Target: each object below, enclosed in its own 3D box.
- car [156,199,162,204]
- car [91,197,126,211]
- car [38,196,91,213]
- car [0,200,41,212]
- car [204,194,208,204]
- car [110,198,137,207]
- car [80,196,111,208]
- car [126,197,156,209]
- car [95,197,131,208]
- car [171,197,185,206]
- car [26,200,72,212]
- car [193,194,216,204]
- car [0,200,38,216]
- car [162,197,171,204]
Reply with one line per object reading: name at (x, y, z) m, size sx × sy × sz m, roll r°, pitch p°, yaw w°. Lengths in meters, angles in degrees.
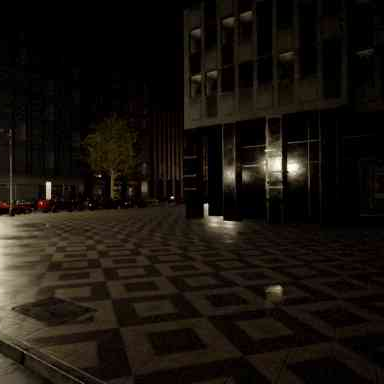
car at (-7.945, 1.547, 58.426) m, size 1.752 × 1.417 × 4.829 m, roll -1°, pitch 0°, yaw 35°
car at (-10.487, 1.526, 39.803) m, size 1.947 × 1.339 × 4.313 m, roll -1°, pitch 0°, yaw 35°
car at (-13.702, 1.292, 35.171) m, size 2.192 × 1.841 × 5.009 m, roll -1°, pitch 0°, yaw 35°
car at (-20.703, 1.644, 40.030) m, size 1.947 × 1.339 × 4.313 m, roll -1°, pitch 0°, yaw 35°
car at (2.365, 1.224, 58.338) m, size 2.192 × 1.841 × 5.009 m, roll -1°, pitch 0°, yaw 35°
car at (-11.062, 1.615, 53.932) m, size 1.802 × 1.307 × 4.206 m, roll -1°, pitch 0°, yaw 35°
car at (-14.277, 1.486, 49.298) m, size 1.967 × 1.590 × 4.097 m, roll -1°, pitch 0°, yaw 35°
car at (-7.274, 1.511, 44.435) m, size 1.947 × 1.339 × 4.313 m, roll -1°, pitch 0°, yaw 35°
car at (-11.456, 1.502, 48.510) m, size 2.128 × 1.511 × 4.902 m, roll -1°, pitch 0°, yaw 35°
car at (-0.847, 1.464, 53.703) m, size 1.887 × 1.381 × 4.507 m, roll -1°, pitch 0°, yaw 35°
car at (-17.210, 1.640, 40.238) m, size 1.895 × 1.301 × 4.718 m, roll -1°, pitch 0°, yaw 35°
car at (2.450, 1.286, 62.985) m, size 2.097 × 1.767 × 4.553 m, roll -1°, pitch 0°, yaw 35°
car at (-16.914, 1.578, 30.536) m, size 1.802 × 1.307 × 4.206 m, roll -1°, pitch 0°, yaw 35°
car at (-4.634, 1.577, 63.201) m, size 1.947 × 1.339 × 4.313 m, roll -1°, pitch 0°, yaw 35°
